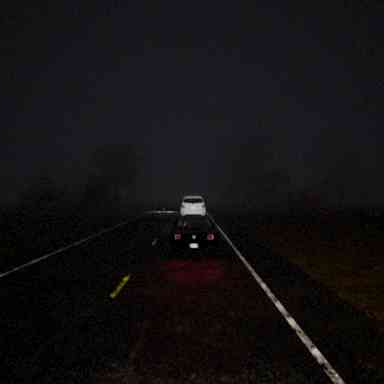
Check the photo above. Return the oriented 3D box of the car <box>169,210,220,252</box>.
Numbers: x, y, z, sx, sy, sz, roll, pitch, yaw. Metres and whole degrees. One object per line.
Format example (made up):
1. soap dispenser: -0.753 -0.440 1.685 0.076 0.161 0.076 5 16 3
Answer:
1. car: 0.088 1.681 14.345 1.895 1.301 4.718 0 0 0

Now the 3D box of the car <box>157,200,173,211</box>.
1. car: -3.579 1.761 44.637 2.033 1.411 5.357 0 0 0

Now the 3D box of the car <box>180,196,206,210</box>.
1. car: 0.098 1.374 30.095 2.150 2.045 5.566 0 0 0
